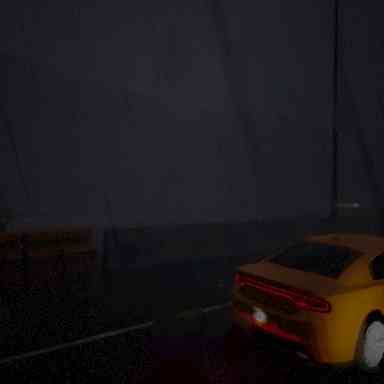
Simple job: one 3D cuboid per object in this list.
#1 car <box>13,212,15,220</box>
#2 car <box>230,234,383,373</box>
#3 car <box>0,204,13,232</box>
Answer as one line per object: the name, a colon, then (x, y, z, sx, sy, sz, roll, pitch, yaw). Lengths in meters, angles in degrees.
car: (-13.467, 1.317, 20.081, 4.892, 1.490, 1.837, 0, 0, -36)
car: (2.939, 1.477, 5.706, 5.008, 1.535, 1.882, 0, 0, -34)
car: (-10.434, 1.338, 13.650, 5.008, 1.535, 1.882, 0, 0, -36)
